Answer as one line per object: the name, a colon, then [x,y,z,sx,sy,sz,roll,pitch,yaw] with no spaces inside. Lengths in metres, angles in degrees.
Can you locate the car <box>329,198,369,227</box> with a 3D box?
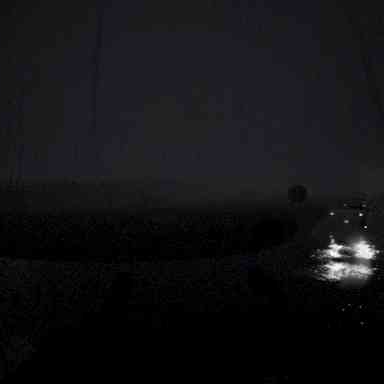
car: [9.461,1.272,20.102,1.895,1.301,4.718,0,1,28]

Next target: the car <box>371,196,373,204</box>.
car: [21.002,0.838,40.875,1.812,1.442,4.674,0,1,30]

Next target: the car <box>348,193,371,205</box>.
car: [14.300,1.043,28.991,1.812,1.442,4.674,0,1,30]
